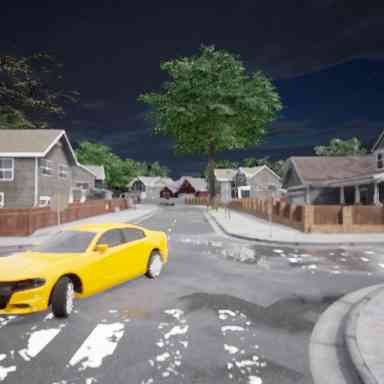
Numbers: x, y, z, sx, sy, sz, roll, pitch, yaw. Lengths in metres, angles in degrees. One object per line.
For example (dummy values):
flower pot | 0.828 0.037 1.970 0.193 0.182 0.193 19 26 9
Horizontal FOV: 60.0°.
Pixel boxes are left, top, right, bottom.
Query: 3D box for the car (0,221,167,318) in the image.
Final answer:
car | -2.409 1.501 7.821 1.882 1.535 5.008 -2 -1 24

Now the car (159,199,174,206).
car | -5.150 2.172 67.326 1.994 1.385 4.181 1 -1 -27
